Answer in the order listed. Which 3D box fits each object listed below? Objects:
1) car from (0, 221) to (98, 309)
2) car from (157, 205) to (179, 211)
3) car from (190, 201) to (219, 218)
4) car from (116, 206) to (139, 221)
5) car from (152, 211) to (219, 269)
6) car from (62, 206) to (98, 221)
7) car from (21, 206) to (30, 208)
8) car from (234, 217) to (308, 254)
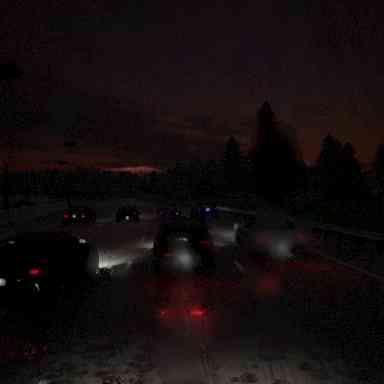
[{"bbox_3d":[-3.670,1.647,8.124,1.994,1.385,4.181,0,0,-2],"label":"car"},{"bbox_3d":[-2.209,1.871,30.122,1.895,1.301,4.718,0,-1,-8],"label":"car"},{"bbox_3d":[1.102,1.624,31.490,2.097,1.767,4.553,0,-1,-8],"label":"car"},{"bbox_3d":[-5.738,1.882,30.063,1.895,1.301,4.718,0,-1,-8],"label":"car"},{"bbox_3d":[-0.325,1.607,11.545,1.837,1.490,4.892,0,-1,-3],"label":"car"},{"bbox_3d":[-8.704,1.804,26.138,2.033,1.411,5.357,0,0,-8],"label":"car"},{"bbox_3d":[-23.108,1.818,45.187,2.097,1.767,4.553,0,-1,-13],"label":"car"},{"bbox_3d":[3.040,1.714,13.964,1.895,1.301,4.718,0,-1,-4],"label":"car"}]
